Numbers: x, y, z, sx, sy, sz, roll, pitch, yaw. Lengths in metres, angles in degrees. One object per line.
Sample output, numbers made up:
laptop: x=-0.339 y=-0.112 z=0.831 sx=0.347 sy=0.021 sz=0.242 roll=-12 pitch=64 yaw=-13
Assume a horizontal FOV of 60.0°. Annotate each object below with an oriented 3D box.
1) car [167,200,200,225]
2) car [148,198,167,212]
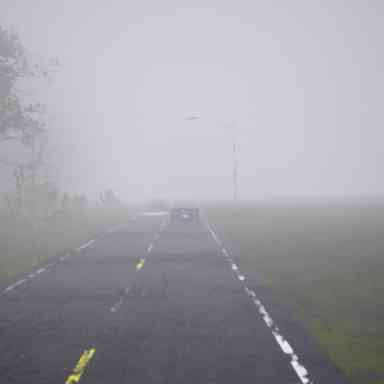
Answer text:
car: x=-0.481 y=1.288 z=22.503 sx=1.882 sy=1.535 sz=5.008 roll=-1 pitch=0 yaw=-1
car: x=-3.528 y=1.317 z=35.383 sx=1.994 sy=1.385 sz=4.181 roll=-1 pitch=0 yaw=-1
